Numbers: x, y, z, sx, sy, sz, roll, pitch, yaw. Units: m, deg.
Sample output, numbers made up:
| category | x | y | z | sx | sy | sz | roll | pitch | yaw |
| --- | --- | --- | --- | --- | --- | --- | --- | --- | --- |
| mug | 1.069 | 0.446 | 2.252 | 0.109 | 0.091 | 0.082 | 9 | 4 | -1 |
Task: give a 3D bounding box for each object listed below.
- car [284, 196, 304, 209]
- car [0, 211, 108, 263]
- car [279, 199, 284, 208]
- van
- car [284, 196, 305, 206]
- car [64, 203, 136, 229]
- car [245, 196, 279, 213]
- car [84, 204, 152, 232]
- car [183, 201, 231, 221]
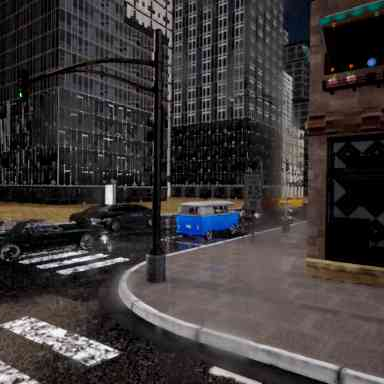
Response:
| category | x | y | z | sx | sy | sz | roll | pitch | yaw |
| --- | --- | --- | --- | --- | --- | --- | --- | --- | --- |
| car | 12.993 | 1.369 | 43.784 | 1.882 | 1.535 | 5.008 | 1 | 1 | 36 |
| car | -5.694 | 1.604 | 12.189 | 1.895 | 1.301 | 4.718 | 1 | 1 | 36 |
| car | 10.165 | 1.293 | 44.363 | 1.967 | 1.590 | 4.097 | 1 | 1 | 36 |
| van | 0.914 | 1.368 | 16.979 | 1.690 | 1.788 | 3.998 | 1 | 1 | 36 |
| car | 16.495 | 1.363 | 53.232 | 1.752 | 1.417 | 4.829 | 1 | 1 | 36 |
| car | -5.909 | 1.467 | 21.851 | 1.947 | 1.339 | 4.313 | 1 | 1 | 36 |
| car | 7.130 | 1.258 | 35.637 | 2.097 | 1.767 | 4.553 | 1 | 1 | 36 |
| car | -3.971 | 1.466 | 20.102 | 1.812 | 1.442 | 4.674 | 1 | 1 | 37 |
| car | 1.301 | 1.487 | 27.502 | 1.994 | 1.385 | 4.181 | 1 | 1 | 35 |
